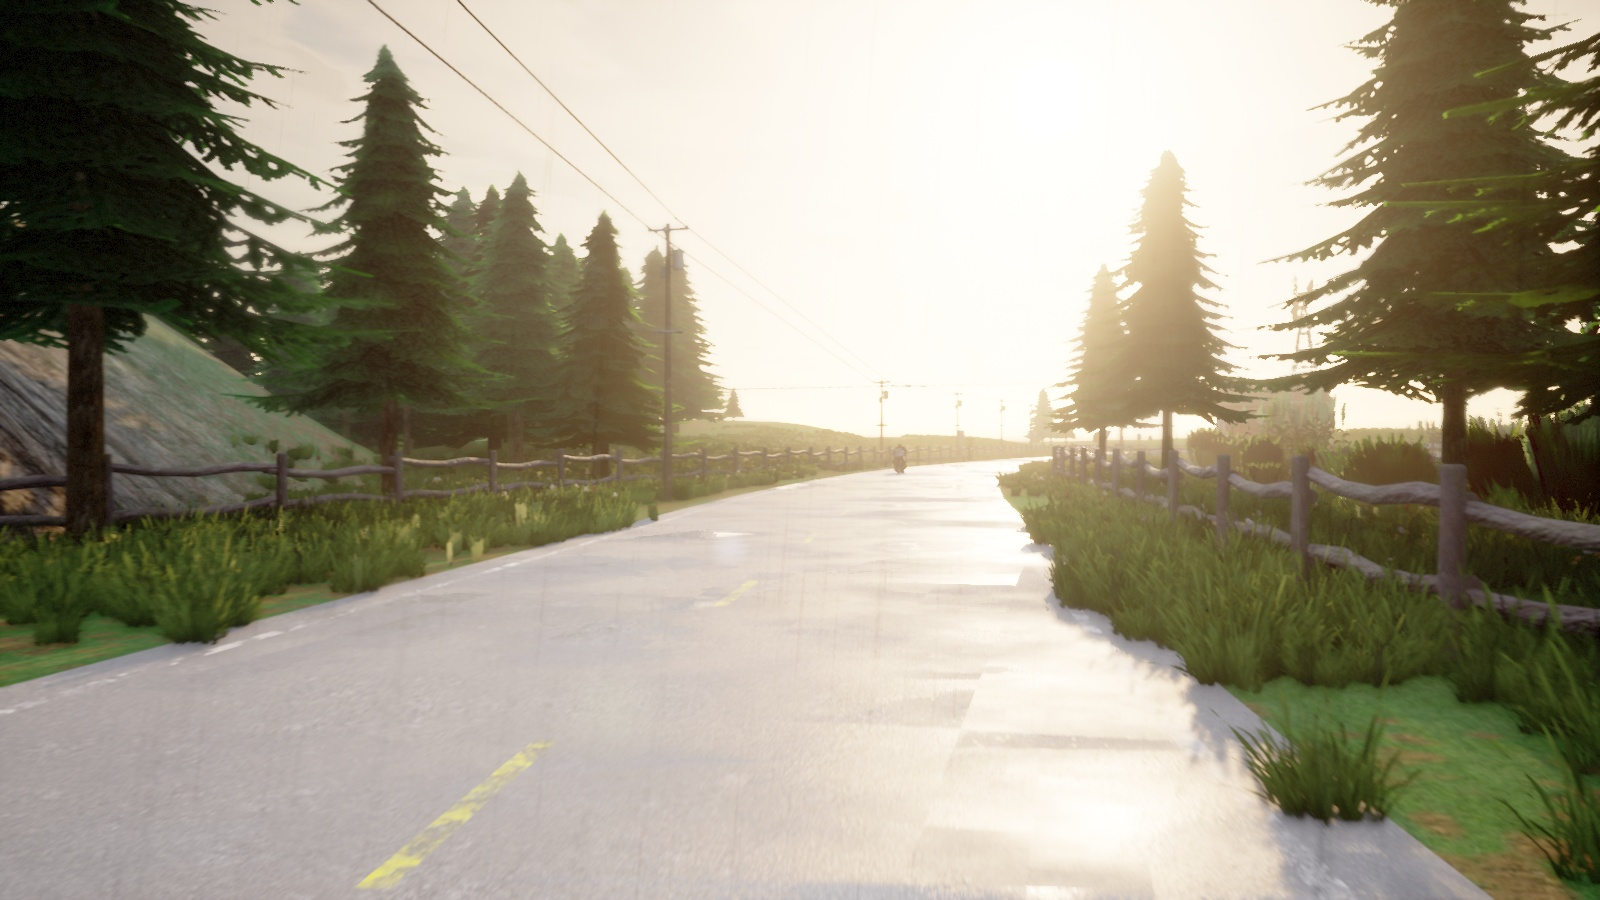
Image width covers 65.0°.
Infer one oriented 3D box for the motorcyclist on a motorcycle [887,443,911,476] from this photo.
[{"bbox_3d":[4.783,0.445,60.772,0.866,1.530,2.191,0,0,12],"label":"motorcyclist on a motorcycle"}]
